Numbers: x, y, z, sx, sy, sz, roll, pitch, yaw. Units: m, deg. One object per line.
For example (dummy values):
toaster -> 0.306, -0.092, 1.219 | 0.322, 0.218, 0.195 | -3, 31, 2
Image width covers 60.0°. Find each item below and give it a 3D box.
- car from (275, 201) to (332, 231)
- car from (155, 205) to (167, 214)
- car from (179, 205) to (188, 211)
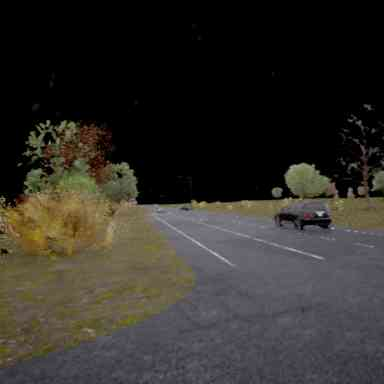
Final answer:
car -> 8.133, 1.715, 24.831 | 2.150, 2.045, 5.566 | -2, -2, -10
car -> -6.599, 3.890, 72.077 | 1.837, 1.490, 4.892 | -2, -2, -6
car -> -2.284, 4.102, 85.643 | 1.837, 1.490, 4.892 | -2, -2, -10
